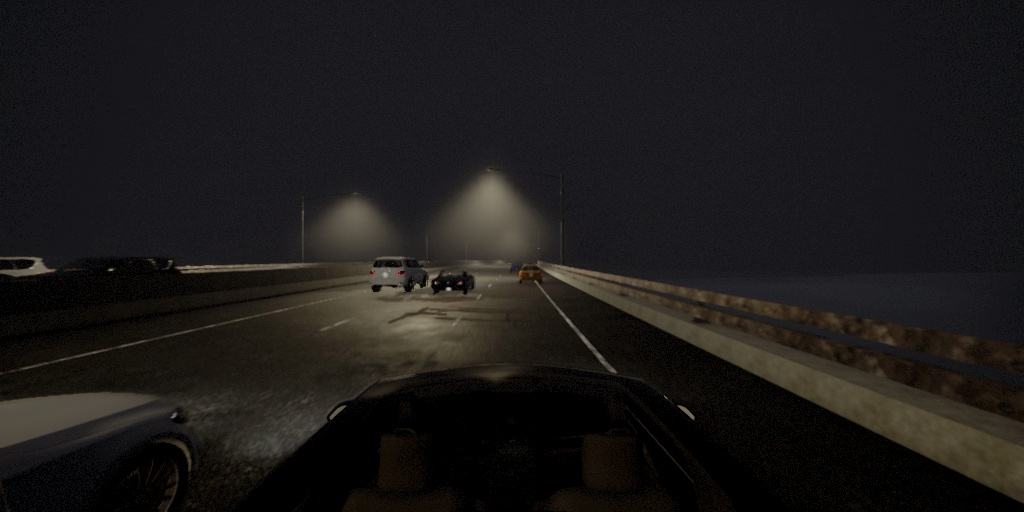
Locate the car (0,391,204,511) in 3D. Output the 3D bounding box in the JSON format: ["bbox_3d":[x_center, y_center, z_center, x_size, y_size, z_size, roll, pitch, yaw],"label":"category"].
[{"bbox_3d":[-3.393,1.270,0.899,1.812,1.442,4.674,0,0,0],"label":"car"}]

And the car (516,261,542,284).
[{"bbox_3d":[1.441,1.349,28.833,1.801,1.575,5.366,0,0,1],"label":"car"}]

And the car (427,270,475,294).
[{"bbox_3d":[-3.285,1.448,20.935,1.895,1.301,4.718,0,0,1],"label":"car"}]

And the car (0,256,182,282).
[{"bbox_3d":[-17.535,1.032,15.568,2.150,2.045,5.566,0,0,0],"label":"car"}]

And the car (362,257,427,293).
[{"bbox_3d":[-6.773,1.074,21.923,2.150,2.045,5.566,0,0,1],"label":"car"}]

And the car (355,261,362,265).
[{"bbox_3d":[-23.629,1.555,57.510,2.128,1.511,4.902,0,0,2],"label":"car"}]

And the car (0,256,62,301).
[{"bbox_3d":[-24.530,1.029,15.887,2.150,2.045,5.566,0,0,1],"label":"car"}]

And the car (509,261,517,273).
[{"bbox_3d":[0.653,1.537,48.575,1.812,1.442,4.674,0,0,2],"label":"car"}]
